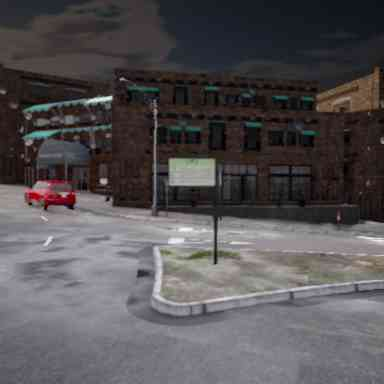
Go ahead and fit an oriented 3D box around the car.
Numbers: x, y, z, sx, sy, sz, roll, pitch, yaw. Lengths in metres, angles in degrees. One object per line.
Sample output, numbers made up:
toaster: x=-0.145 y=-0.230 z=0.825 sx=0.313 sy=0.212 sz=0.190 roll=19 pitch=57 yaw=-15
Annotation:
car: x=-10.575 y=0.175 z=24.718 sx=2.150 sy=2.045 sz=5.566 roll=0 pitch=4 yaw=-43
